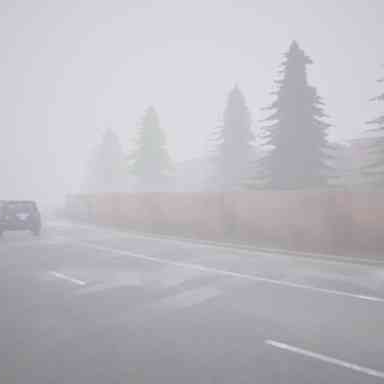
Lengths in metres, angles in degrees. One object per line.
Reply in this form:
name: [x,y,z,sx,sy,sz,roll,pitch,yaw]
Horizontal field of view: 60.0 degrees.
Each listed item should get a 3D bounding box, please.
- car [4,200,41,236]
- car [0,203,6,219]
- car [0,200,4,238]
car: [-10.634,1.477,19.616,2.150,2.045,5.566,1,-1,-40]
car: [-20.845,1.956,35.248,1.837,1.490,4.892,0,-1,-28]
car: [-9.320,1.382,12.826,2.150,2.045,5.566,1,-1,-43]
